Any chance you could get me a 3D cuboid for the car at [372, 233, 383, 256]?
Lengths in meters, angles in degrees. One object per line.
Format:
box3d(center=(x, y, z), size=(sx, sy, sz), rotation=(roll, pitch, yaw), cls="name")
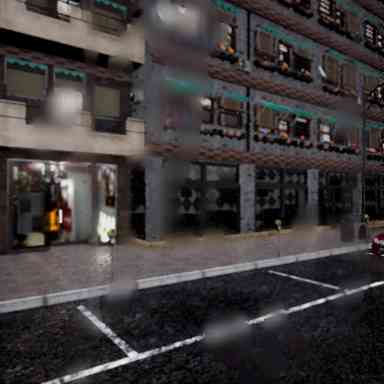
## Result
box3d(center=(8.548, 1.731, 12.662), size=(4.206, 1.307, 1.802), rotation=(1, -1, -35), cls="car")
